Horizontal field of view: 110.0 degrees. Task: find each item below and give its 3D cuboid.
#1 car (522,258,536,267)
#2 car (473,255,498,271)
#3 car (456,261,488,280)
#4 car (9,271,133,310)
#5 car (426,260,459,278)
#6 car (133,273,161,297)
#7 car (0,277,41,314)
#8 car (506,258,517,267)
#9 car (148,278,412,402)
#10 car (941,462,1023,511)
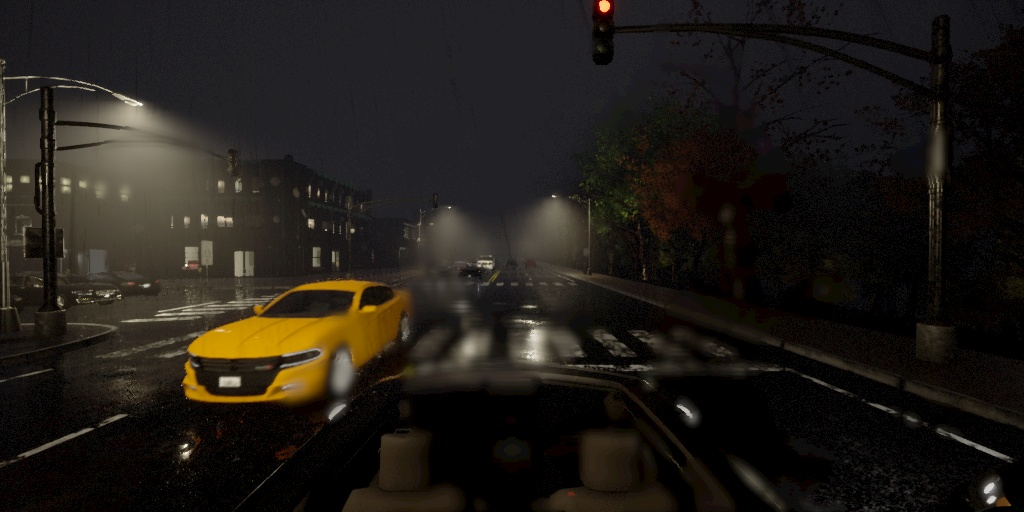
[{"bbox_3d":[3.221,1.204,63.193,1.882,1.535,5.008,0,0,0],"label":"car"},{"bbox_3d":[-3.434,0.948,47.704,2.150,2.045,5.566,0,1,1],"label":"car"},{"bbox_3d":[-3.414,1.341,31.649,1.895,1.301,4.718,0,0,0],"label":"car"},{"bbox_3d":[-19.619,1.472,15.208,4.892,1.490,1.837,-1,1,0],"label":"car"},{"bbox_3d":[-6.668,1.231,33.569,2.128,1.511,4.902,0,0,0],"label":"car"},{"bbox_3d":[-20.704,1.513,18.367,4.181,1.385,1.994,-1,1,0],"label":"car"},{"bbox_3d":[-19.970,1.565,12.502,4.313,1.339,1.948,0,0,0],"label":"car"},{"bbox_3d":[-0.031,1.204,63.774,1.882,1.535,5.008,0,0,0],"label":"car"},{"bbox_3d":[-3.360,1.227,6.767,1.882,1.535,5.008,0,0,0],"label":"car"},{"bbox_3d":[3.355,1.314,0.186,1.994,1.385,4.181,0,0,0],"label":"car"}]
